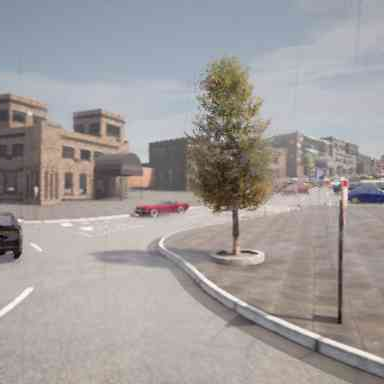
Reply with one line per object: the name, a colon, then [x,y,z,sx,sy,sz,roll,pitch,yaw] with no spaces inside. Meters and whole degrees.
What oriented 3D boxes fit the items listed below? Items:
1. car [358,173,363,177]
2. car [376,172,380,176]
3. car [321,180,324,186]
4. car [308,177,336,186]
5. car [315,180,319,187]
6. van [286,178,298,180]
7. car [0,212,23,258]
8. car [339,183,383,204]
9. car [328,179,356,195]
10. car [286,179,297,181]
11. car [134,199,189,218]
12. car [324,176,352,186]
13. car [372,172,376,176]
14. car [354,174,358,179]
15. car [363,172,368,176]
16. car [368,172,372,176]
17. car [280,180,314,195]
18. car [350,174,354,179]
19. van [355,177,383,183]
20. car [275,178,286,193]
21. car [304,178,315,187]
car: [35.348,-3.144,75.104,4.553,1.767,2.185,-2,3,24]
car: [43.409,-3.979,83.568,5.566,2.045,2.435,-2,2,24]
car: [21.215,-1.578,60.281,4.792,1.488,2.163,-2,3,24]
car: [25.224,-2.015,64.536,4.892,1.521,2.231,-2,3,24]
car: [19.167,-1.402,58.171,5.008,1.535,2.097,-2,3,24]
van: [15.029,-1.213,53.942,4.442,1.987,1.878,-2,3,23]
car: [-7.365,1.452,12.194,1.882,1.535,5.008,2,-1,-29]
car: [16.523,0.281,30.582,5.008,1.535,2.097,0,4,25]
car: [19.543,-0.385,40.122,1.837,1.490,4.892,-5,4,-35]
car: [13.131,-0.787,51.775,5.008,1.535,2.097,-2,3,23]
car: [-2.517,1.272,27.652,1.895,1.301,4.718,1,3,44]
car: [23.513,-1.271,53.431,1.812,1.442,4.674,1,4,44]
car: [41.248,-3.561,81.537,5.366,1.575,1.946,-2,3,24]
car: [33.307,-2.787,73.022,4.674,1.452,2.002,-2,2,24]
car: [37.362,-3.207,77.236,5.008,1.535,2.097,-2,3,24]
car: [39.381,-3.386,79.355,5.008,1.535,2.097,-2,2,24]
car: [14.119,-0.383,44.756,4.674,1.442,1.812,-6,4,-42]
car: [31.301,-2.753,70.876,4.553,1.767,2.185,-2,3,24]
van: [18.746,-0.154,32.627,4.442,1.987,1.878,0,4,25]
car: [11.140,-0.707,49.605,4.553,1.767,2.185,-2,3,23]
car: [17.332,-1.205,55.963,5.366,1.575,1.946,-2,3,24]
